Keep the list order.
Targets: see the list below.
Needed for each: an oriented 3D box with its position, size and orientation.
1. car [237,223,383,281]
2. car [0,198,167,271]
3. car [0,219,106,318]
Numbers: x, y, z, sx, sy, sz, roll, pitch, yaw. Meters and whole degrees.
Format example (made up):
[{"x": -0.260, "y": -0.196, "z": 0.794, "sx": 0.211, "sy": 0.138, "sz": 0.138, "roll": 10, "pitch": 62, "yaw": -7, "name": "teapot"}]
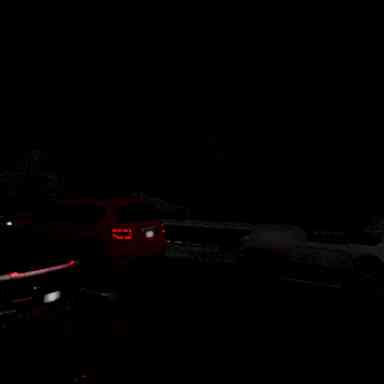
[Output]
[{"x": 3.767, "y": 1.584, "z": 9.778, "sx": 4.718, "sy": 1.301, "sz": 1.895, "roll": 0, "pitch": 0, "yaw": 35, "name": "car"}, {"x": -3.377, "y": 1.213, "z": 10.315, "sx": 5.566, "sy": 2.045, "sz": 2.150, "roll": 0, "pitch": 0, "yaw": 33, "name": "car"}, {"x": -4.302, "y": 1.488, "z": 6.726, "sx": 4.902, "sy": 1.511, "sz": 2.128, "roll": 0, "pitch": 0, "yaw": 33, "name": "car"}]
